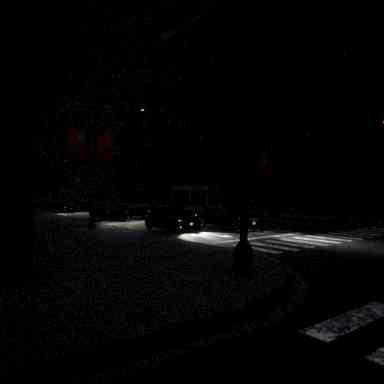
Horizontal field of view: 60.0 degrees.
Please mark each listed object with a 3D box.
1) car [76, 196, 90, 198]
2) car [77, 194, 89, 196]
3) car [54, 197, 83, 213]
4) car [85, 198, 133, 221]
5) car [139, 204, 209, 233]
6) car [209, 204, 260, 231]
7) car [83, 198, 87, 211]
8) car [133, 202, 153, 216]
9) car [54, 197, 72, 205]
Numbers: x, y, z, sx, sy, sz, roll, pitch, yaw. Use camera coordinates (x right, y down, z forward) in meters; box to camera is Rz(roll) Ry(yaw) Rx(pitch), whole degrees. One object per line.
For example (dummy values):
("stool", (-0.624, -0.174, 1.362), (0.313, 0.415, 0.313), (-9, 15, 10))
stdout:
("car", (-19.134, 1.819, 56.681), (1.895, 1.301, 4.718), (0, 0, -36))
("car", (-21.928, 1.475, 66.133), (2.150, 2.045, 5.566), (0, 0, -36))
("car", (-14.932, 1.649, 39.389), (1.837, 1.490, 4.892), (0, 0, -35))
("car", (-7.248, 1.572, 28.676), (1.882, 1.535, 5.008), (0, 0, -36))
("car", (-1.192, 1.618, 20.247), (1.994, 1.385, 4.181), (0, 0, -36))
("car", (2.146, 1.548, 21.197), (2.128, 1.511, 4.902), (0, 0, -36))
("car", (-12.046, 1.750, 40.938), (1.895, 1.301, 4.718), (0, 0, -35))
("car", (-4.187, 1.624, 29.981), (1.812, 1.442, 4.674), (0, 0, -36))
("car", (-25.210, 1.745, 65.129), (2.128, 1.511, 4.902), (0, 0, -36))
